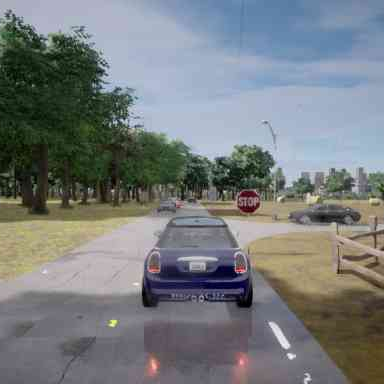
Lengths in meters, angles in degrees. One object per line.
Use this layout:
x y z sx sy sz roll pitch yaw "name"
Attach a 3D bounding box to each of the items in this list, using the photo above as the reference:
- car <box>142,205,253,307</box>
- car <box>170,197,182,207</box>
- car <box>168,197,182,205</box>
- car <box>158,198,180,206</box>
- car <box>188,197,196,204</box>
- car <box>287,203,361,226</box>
0.104 1.360 8.135 2.097 1.767 4.553 0 0 0 "car"
-2.783 1.739 58.660 1.837 1.490 4.892 0 0 0 "car"
-2.808 1.509 48.287 2.097 1.767 4.553 0 0 0 "car"
-2.813 1.656 38.293 1.994 1.385 4.181 0 0 1 "car"
0.043 1.922 77.921 1.837 1.490 4.892 0 -1 0 "car"
9.292 1.592 23.613 4.892 1.490 1.837 0 -2 2 "car"
